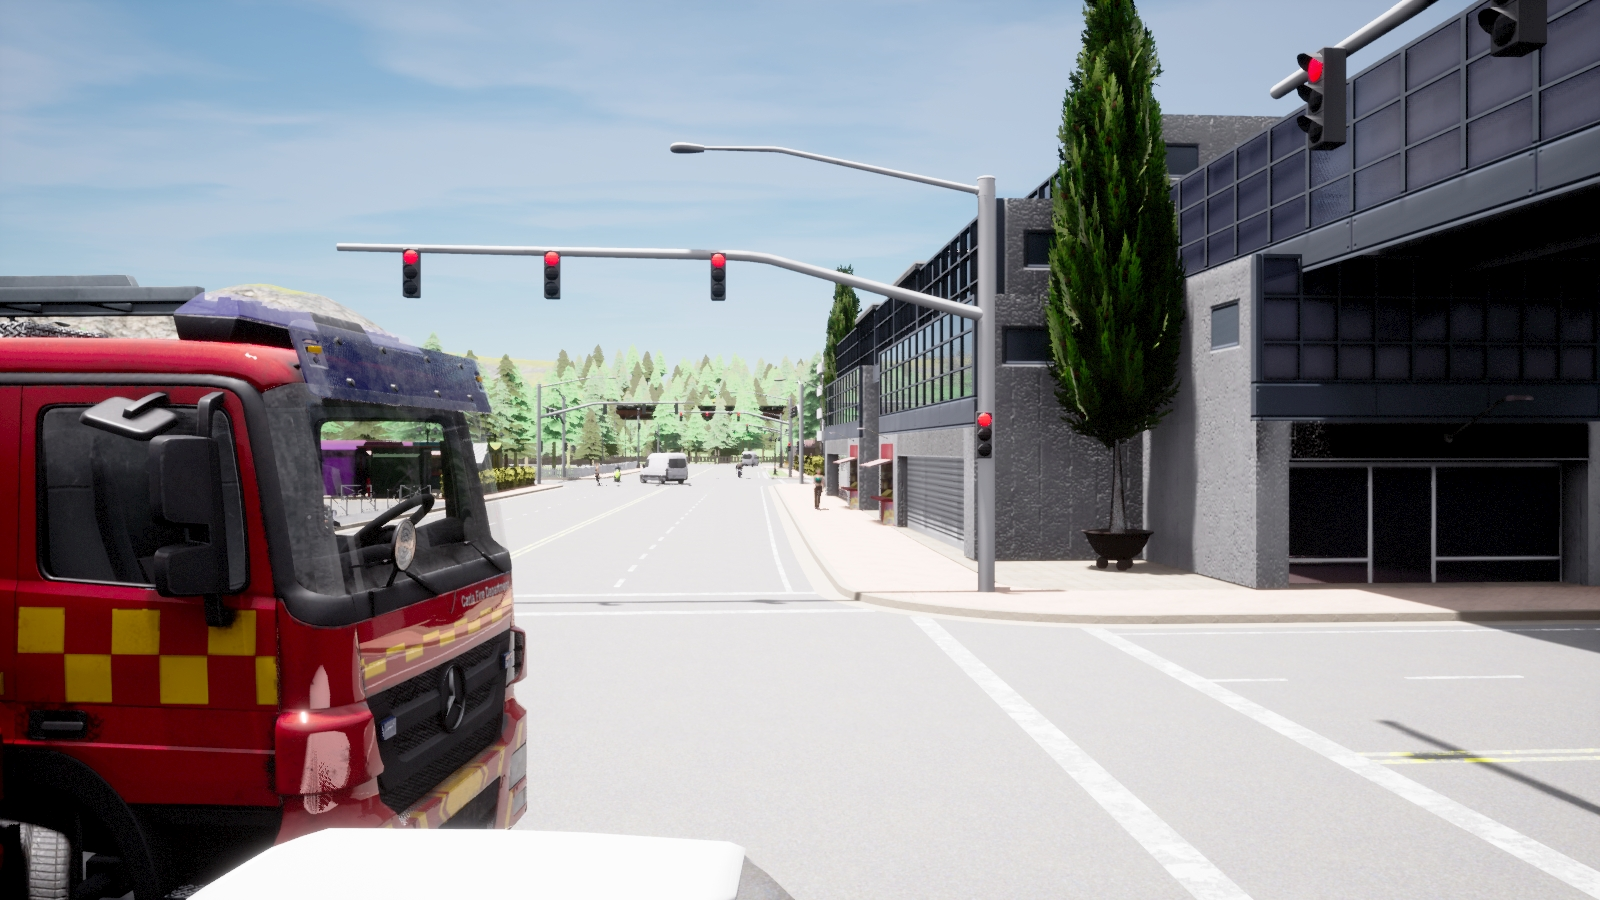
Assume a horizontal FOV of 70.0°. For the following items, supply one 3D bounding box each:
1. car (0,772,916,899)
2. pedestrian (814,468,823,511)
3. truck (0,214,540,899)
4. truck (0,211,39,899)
[{"bbox_3d":[-1.549,2.065,3.579,3.806,1.475,1.970,0,0,5],"label":"car"},{"bbox_3d":[0.797,1.696,49.777,0.375,1.860,0.375,0,0,0],"label":"pedestrian"},{"bbox_3d":[-6.102,0.890,6.659,8.468,3.827,2.891,0,0,4],"label":"truck"},{"bbox_3d":[-7.587,0.890,3.490,8.468,3.827,2.891,0,0,-3],"label":"truck"}]
